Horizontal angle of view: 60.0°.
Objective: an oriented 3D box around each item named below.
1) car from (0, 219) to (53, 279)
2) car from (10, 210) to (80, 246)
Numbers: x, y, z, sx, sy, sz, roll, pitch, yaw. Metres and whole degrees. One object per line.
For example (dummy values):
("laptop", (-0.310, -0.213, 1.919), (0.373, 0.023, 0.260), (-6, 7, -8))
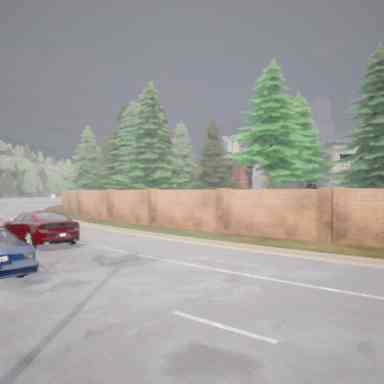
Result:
("car", (-6.181, 1.586, 9.326), (5.357, 1.411, 2.033), (0, -1, 43))
("car", (-6.881, 1.556, 14.958), (5.008, 1.535, 1.882), (0, -1, 45))
